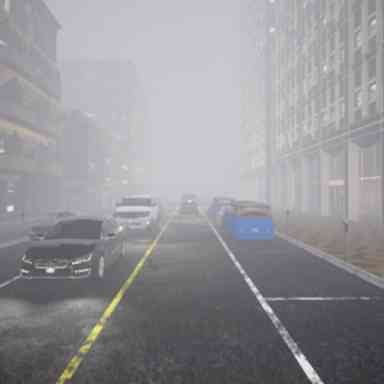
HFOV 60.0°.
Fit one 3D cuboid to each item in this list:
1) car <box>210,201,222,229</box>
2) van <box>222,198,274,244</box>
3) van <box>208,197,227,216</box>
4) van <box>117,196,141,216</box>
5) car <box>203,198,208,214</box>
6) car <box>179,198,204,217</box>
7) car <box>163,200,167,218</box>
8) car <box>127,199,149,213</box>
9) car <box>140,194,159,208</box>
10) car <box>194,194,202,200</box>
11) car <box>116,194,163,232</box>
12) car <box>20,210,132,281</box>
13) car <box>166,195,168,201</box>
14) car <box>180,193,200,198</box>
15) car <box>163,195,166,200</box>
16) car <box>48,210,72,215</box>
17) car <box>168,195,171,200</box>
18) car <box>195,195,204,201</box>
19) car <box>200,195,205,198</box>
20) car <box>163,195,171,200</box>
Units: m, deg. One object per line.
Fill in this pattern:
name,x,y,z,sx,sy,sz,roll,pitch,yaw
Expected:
car,2.482,1.520,20.965,2.008,1.369,4.403,0,0,-1
van,2.541,1.317,15.317,1.690,1.788,3.998,0,0,-1
van,2.423,1.305,26.613,1.690,1.788,3.998,0,0,-1
van,-6.017,1.316,32.174,1.690,1.788,3.998,0,0,-1
car,2.363,1.524,32.262,1.947,1.339,4.313,0,0,-1
car,-0.254,1.513,30.534,2.033,1.411,5.357,0,0,0
car,-3.271,1.583,26.804,1.895,1.301,4.718,0,0,-1
car,-6.076,1.552,37.822,1.802,1.307,4.206,0,0,-1
car,-6.195,1.276,49.119,2.192,1.841,5.009,0,0,-1
car,1.711,1.371,94.392,1.967,1.590,4.097,0,0,-1
car,-3.291,1.203,20.453,2.150,2.045,5.566,0,0,0
car,-3.192,1.498,9.863,1.837,1.490,4.892,0,0,-1
car,-6.372,1.502,66.064,2.008,1.369,4.403,0,0,-1
car,-0.411,1.170,45.629,2.150,2.045,5.566,0,-1,0
car,-6.313,1.520,60.416,1.947,1.339,4.313,0,0,-1
car,-5.839,1.543,15.230,2.008,1.369,4.403,0,0,-1
car,-6.489,1.473,77.190,1.752,1.417,4.829,0,0,-1
car,1.830,1.497,83.096,1.947,1.339,4.313,0,0,-1
car,1.948,1.515,71.800,1.802,1.307,4.206,0,0,-1
car,-6.609,1.492,88.657,1.887,1.381,4.507,0,0,-1
